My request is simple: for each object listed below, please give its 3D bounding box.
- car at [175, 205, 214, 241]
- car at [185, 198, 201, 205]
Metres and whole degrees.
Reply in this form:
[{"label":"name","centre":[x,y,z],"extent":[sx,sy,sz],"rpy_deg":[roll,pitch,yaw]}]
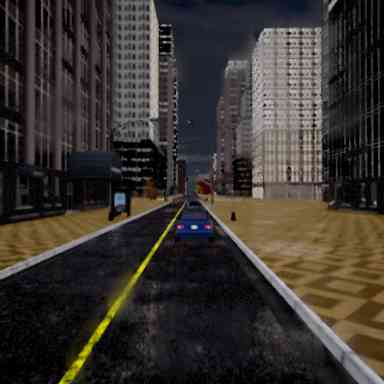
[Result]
[{"label":"car","centre":[0.102,1.589,17.019],"extent":[2.033,1.411,5.357],"rpy_deg":[0,0,0]},{"label":"car","centre":[0.101,1.599,45.116],"extent":[2.128,1.511,4.902],"rpy_deg":[0,0,0]}]
